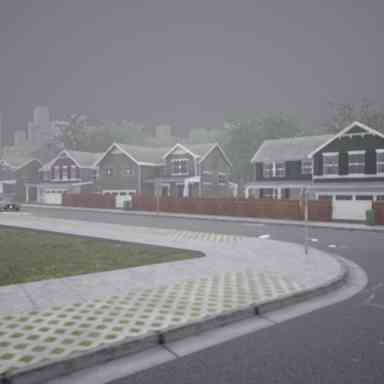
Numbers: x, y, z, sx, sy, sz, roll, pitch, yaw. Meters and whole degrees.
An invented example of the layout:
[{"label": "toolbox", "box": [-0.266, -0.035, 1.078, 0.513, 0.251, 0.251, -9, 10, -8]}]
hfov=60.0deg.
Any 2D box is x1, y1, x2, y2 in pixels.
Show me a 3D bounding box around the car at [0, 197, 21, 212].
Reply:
[{"label": "car", "box": [-17.682, 1.126, 30.731, 4.181, 1.385, 1.994, 1, 1, 34]}]
